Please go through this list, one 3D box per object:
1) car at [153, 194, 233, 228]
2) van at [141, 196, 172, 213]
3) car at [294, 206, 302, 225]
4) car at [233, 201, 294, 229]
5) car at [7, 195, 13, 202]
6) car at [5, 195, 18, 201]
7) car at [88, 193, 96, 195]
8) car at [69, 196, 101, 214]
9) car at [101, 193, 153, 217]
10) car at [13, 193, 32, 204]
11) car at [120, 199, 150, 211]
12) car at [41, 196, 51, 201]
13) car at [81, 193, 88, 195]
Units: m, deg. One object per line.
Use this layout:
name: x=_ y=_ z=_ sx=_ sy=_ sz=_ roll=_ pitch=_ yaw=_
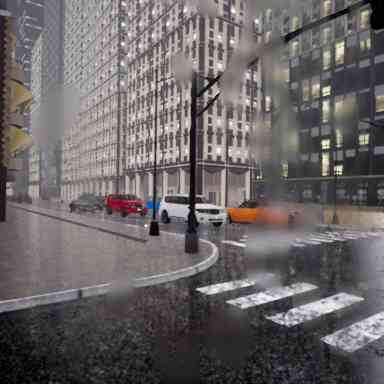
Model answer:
car: x=-0.138 y=1.164 z=22.215 sx=2.150 sy=2.045 sz=5.566 roll=1 pitch=-1 yaw=-35
van: x=-4.075 y=1.372 z=37.746 sx=1.690 sy=1.788 sz=3.998 roll=1 pitch=-1 yaw=-35
car: x=5.740 y=1.496 z=23.932 sx=1.967 sy=1.590 sz=4.097 roll=1 pitch=-1 yaw=-35
car: x=4.008 y=1.358 z=21.920 sx=2.097 sy=1.767 sz=4.553 roll=1 pitch=-1 yaw=-37
car: x=-37.084 y=1.391 z=69.725 sx=1.947 sy=1.339 sz=4.313 roll=1 pitch=-1 yaw=-35
car: x=-40.356 y=1.372 z=74.330 sx=2.008 sy=1.369 sz=4.403 roll=1 pitch=-1 yaw=-35
car: x=-14.463 y=1.370 z=53.093 sx=2.097 sy=1.767 sz=4.553 roll=1 pitch=-1 yaw=-35
car: x=-10.908 y=1.421 z=32.890 sx=2.008 sy=1.369 sz=4.403 roll=1 pitch=-1 yaw=-35
car: x=-6.114 y=1.148 z=30.621 sx=2.150 sy=2.045 sz=5.566 roll=1 pitch=-1 yaw=-35
car: x=-30.536 y=1.149 z=60.519 sx=2.192 sy=1.841 sz=5.009 roll=1 pitch=-1 yaw=-35
car: x=-7.350 y=1.575 z=42.348 sx=2.008 sy=1.369 sz=4.403 roll=1 pitch=-1 yaw=-35
car: x=-36.799 y=1.560 z=83.787 sx=1.802 sy=1.307 sz=4.206 roll=1 pitch=-1 yaw=-35
car: x=-18.556 y=1.238 z=58.845 sx=2.150 sy=2.045 sz=5.566 roll=1 pitch=-1 yaw=-35
